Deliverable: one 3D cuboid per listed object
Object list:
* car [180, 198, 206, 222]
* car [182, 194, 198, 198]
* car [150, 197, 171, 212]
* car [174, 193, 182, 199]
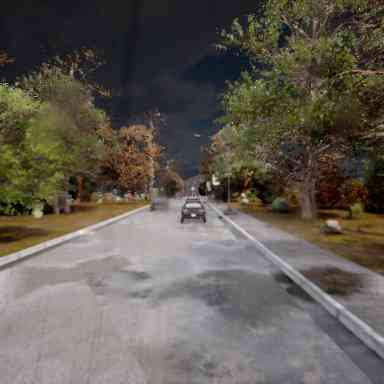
[{"bbox_3d":[0.095,1.431,25.238,1.812,1.442,4.674,0,0,0],"label":"car"},{"bbox_3d":[0.099,1.236,43.336,2.128,1.511,4.902,0,1,0],"label":"car"},{"bbox_3d":[-3.343,1.319,35.658,1.837,1.490,4.892,0,1,0],"label":"car"},{"bbox_3d":[-3.074,0.896,76.217,1.812,1.442,4.674,0,1,3],"label":"car"}]
